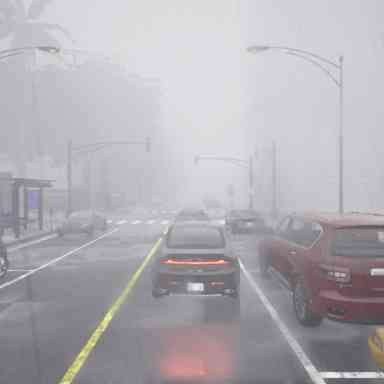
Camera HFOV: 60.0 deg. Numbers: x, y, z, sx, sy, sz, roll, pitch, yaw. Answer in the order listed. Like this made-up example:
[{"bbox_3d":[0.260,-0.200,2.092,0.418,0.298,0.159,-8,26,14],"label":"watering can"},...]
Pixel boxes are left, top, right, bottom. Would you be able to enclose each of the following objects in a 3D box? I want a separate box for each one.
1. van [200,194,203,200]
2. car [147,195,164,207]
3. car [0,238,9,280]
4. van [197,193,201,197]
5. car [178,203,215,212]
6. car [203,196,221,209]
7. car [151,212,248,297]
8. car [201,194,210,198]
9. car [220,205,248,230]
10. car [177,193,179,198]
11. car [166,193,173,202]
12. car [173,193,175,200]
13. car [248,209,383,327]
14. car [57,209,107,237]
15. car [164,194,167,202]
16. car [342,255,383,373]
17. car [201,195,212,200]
[{"bbox_3d":[2.832,1.306,60.509,1.690,1.788,3.998,0,0,0],"label":"van"},{"bbox_3d":[-5.706,1.526,49.698,2.008,1.369,4.403,0,0,0],"label":"car"},{"bbox_3d":[-5.758,1.439,6.987,1.967,1.590,4.097,0,0,0],"label":"car"},{"bbox_3d":[2.859,1.278,82.190,1.690,1.788,3.998,0,0,0],"label":"van"},{"bbox_3d":[0.024,1.559,18.571,1.994,1.385,4.181,0,0,0],"label":"car"},{"bbox_3d":[2.813,1.545,44.248,1.947,1.339,4.313,0,0,0],"label":"car"},{"bbox_3d":[0.086,1.503,8.542,1.837,1.490,4.892,0,0,0],"label":"car"},{"bbox_3d":[2.827,1.496,55.259,1.752,1.417,4.829,0,0,0],"label":"car"},{"bbox_3d":[2.781,1.561,17.811,1.947,1.339,4.313,0,0,0],"label":"car"},{"bbox_3d":[-5.654,1.234,93.061,2.192,1.841,5.009,0,0,0],"label":"car"},{"bbox_3d":[-5.680,1.392,71.379,1.967,1.590,4.097,0,0,0],"label":"car"},{"bbox_3d":[-5.674,1.260,76.800,2.192,1.841,5.009,0,0,0],"label":"car"},{"bbox_3d":[2.767,1.314,6.960,2.192,1.841,5.009,0,0,0],"label":"car"},{"bbox_3d":[-5.744,1.577,17.839,1.802,1.307,4.206,0,0,0],"label":"car"},{"bbox_3d":[-5.699,1.411,55.118,1.967,1.590,4.097,0,0,0],"label":"car"},{"bbox_3d":[2.762,1.525,1.705,1.752,1.417,4.829,0,0,0],"label":"car"},{"bbox_3d":[2.820,1.541,49.668,1.947,1.339,4.313,0,0,0],"label":"car"}]
